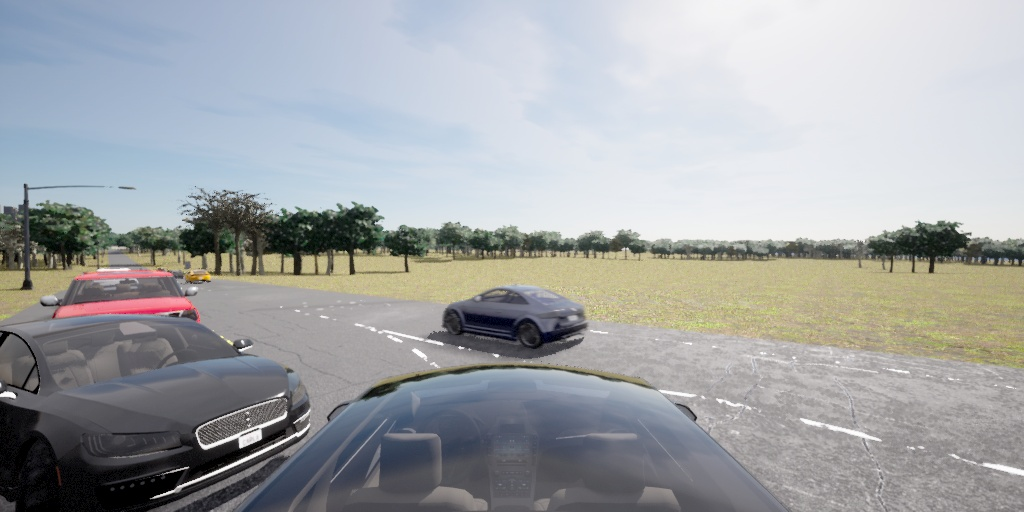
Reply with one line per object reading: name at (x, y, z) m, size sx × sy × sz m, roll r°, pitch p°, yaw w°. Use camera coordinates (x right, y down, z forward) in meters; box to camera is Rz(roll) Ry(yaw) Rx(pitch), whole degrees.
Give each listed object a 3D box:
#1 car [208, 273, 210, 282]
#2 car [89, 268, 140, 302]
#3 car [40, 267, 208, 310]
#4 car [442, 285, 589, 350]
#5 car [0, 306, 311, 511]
car at (-38.645, 2.475, 44.045) m, size 5.008 × 1.535 × 1.882 m, roll -2°, pitch 0°, yaw 42°
car at (-27.748, 1.884, 25.037) m, size 5.566 × 2.045 × 2.150 m, roll -2°, pitch 0°, yaw 42°
car at (-9.366, 1.384, 8.720) m, size 5.566 × 2.045 × 2.150 m, roll -2°, pitch 0°, yaw 42°
car at (-0.047, 1.499, 9.826) m, size 4.181 × 1.385 × 1.994 m, roll -2°, pitch -1°, yaw 41°
car at (-4.513, 1.444, 4.013) m, size 4.892 × 1.490 × 1.837 m, roll -3°, pitch -3°, yaw 22°
